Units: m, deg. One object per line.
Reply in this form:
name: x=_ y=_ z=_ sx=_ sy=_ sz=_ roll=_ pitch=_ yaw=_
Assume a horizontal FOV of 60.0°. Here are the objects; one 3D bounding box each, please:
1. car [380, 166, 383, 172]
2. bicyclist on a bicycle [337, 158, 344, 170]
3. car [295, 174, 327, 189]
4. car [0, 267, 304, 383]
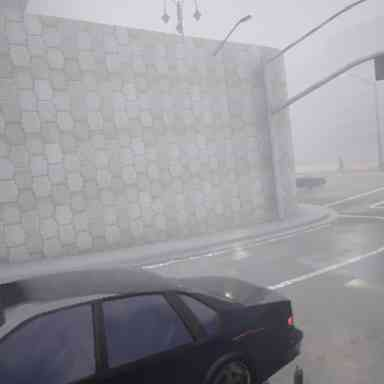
car: x=21.645 y=-2.692 z=32.792 sx=2.033 sy=1.411 sz=5.357 roll=-11 pitch=6 yaw=-35
bicyclist on a bicycle: x=20.065 y=-3.821 z=44.863 sx=1.656 sy=1.620 sz=0.582 roll=-11 pitch=6 yaw=-35
car: x=10.009 y=-1.015 z=30.945 sx=1.895 sy=1.301 sz=4.718 roll=-11 pitch=6 yaw=-35
car: x=-1.237 y=1.547 z=3.118 sx=5.357 sy=1.411 sz=2.033 roll=-1 pitch=0 yaw=-35
